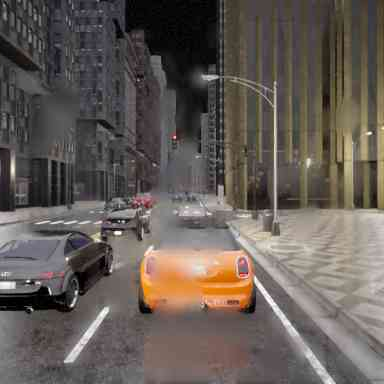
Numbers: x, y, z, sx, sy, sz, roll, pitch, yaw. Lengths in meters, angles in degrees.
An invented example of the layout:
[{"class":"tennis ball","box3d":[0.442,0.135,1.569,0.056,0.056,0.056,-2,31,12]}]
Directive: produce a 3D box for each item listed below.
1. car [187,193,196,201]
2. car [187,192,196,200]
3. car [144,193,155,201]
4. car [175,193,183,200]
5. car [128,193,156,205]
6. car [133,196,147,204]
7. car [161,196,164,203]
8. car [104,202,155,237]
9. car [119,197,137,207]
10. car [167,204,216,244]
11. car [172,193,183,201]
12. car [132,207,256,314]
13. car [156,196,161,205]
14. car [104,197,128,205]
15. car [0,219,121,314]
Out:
[{"class":"car","box3d":[-0.089,1.337,74.331,1.812,1.442,4.674,0,0,0]},{"class":"car","box3d":[-0.101,0.973,84.305,2.097,1.767,4.553,0,0,0]},{"class":"car","box3d":[-9.844,1.149,77.495,2.097,1.767,4.553,0,0,0]},{"class":"car","box3d":[-3.352,1.118,84.332,1.837,1.490,4.892,0,0,0]},{"class":"car","box3d":[-6.625,1.147,44.800,2.150,2.045,5.566,0,0,2]},{"class":"car","box3d":[-9.880,1.461,63.116,1.895,1.301,4.718,0,0,0]},{"class":"car","box3d":[-6.611,1.399,65.562,2.033,1.411,5.357,0,0,1]},{"class":"car","box3d":[-3.167,1.492,16.581,1.837,1.490,4.892,0,0,0]},{"class":"car","box3d":[-9.908,1.466,51.598,1.994,1.385,4.181,0,0,0]},{"class":"car","box3d":[0.012,1.479,16.788,2.128,1.511,4.902,0,0,1]},{"class":"car","box3d":[-3.339,1.168,74.296,2.097,1.767,4.553,0,0,0]},{"class":"car","box3d":[0.095,1.349,7.781,2.097,1.767,4.553,0,0,0]},{"class":"car","box3d":[-6.652,1.416,54.951,1.812,1.442,4.674,0,0,0]},{"class":"car","box3d":[-9.899,1.437,42.685,1.837,1.490,4.892,0,0,0]},{"class":"car","box3d":[-3.165,1.561,7.684,1.994,1.385,4.181,0,0,0]}]
